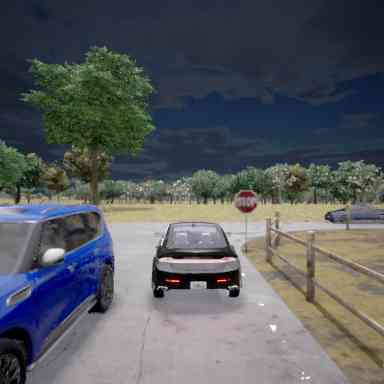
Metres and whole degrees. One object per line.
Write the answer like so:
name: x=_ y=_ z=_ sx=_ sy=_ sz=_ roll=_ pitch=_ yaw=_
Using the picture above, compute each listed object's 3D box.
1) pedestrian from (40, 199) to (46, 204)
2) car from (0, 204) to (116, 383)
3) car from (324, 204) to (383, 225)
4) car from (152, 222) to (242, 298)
pedestrian: x=-12.116 y=1.439 z=27.076 sx=0.375 sy=1.860 sz=0.375 roll=0 pitch=-1 yaw=0
car: x=-2.698 y=1.230 z=4.755 sx=2.150 sy=2.045 sz=5.566 roll=0 pitch=0 yaw=2
car: x=11.784 y=1.577 z=23.907 sx=4.181 sy=1.385 sz=1.994 roll=0 pitch=-1 yaw=-2
car: x=0.049 y=1.505 z=8.545 sx=2.128 sy=1.511 sz=4.902 roll=0 pitch=0 yaw=-2
